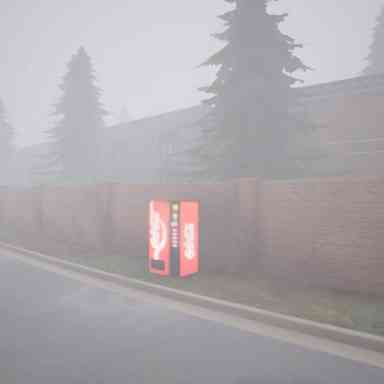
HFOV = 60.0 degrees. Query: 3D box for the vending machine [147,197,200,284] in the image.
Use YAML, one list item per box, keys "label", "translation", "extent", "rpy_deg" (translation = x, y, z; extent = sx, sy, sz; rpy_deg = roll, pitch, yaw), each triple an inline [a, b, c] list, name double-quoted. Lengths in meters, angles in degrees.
- label: "vending machine"
  translation: [-0.484, 1.195, 8.793]
  extent: [0.880, 2.100, 1.100]
  rpy_deg: [0, 0, 39]
